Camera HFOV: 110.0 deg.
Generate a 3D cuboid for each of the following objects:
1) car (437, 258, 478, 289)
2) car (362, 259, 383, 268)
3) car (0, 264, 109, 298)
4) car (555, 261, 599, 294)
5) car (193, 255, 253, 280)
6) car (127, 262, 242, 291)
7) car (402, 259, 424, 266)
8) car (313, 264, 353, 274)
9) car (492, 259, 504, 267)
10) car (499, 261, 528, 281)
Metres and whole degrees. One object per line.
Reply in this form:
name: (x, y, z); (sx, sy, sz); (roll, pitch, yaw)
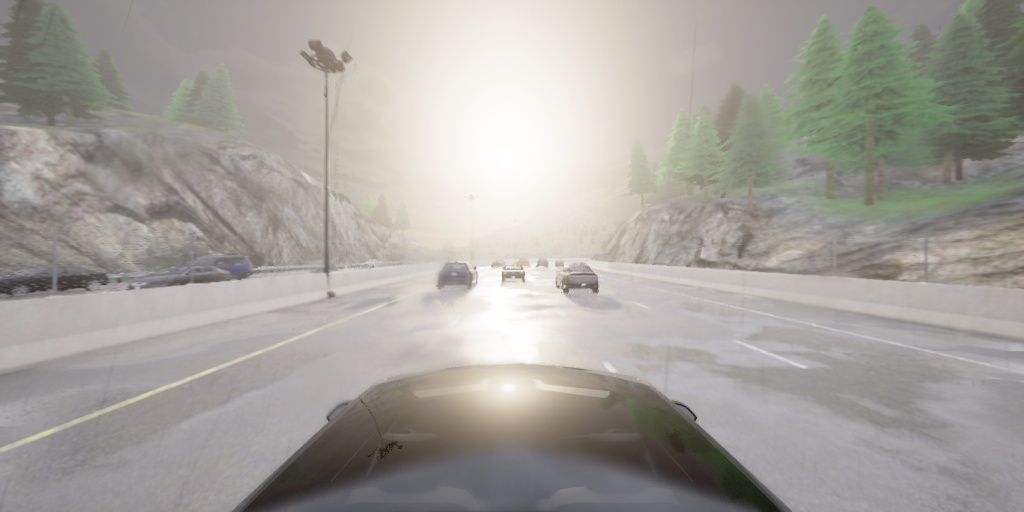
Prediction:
car: (-3.398, 1.108, 23.247); (2.097, 1.767, 4.553); (0, 0, 0)
car: (-23.398, 1.279, 60.441); (1.812, 1.442, 4.674); (0, 0, 6)
car: (-24.582, 1.231, 18.873); (1.882, 1.535, 5.008); (0, 0, 0)
car: (3.601, 1.247, 20.405); (2.128, 1.511, 4.902); (0, 0, 0)
car: (-21.084, 0.975, 25.379); (2.150, 2.045, 5.566); (0, 0, 0)
car: (-17.585, 1.245, 19.297); (2.128, 1.511, 4.902); (0, 0, 0)
car: (-16.336, 1.314, 60.670); (1.994, 1.385, 4.181); (0, 0, 6)
car: (-14.070, 1.321, 28.324); (1.994, 1.385, 4.181); (0, 0, 0)
car: (-2.289, 1.314, 64.612); (2.033, 1.411, 5.357); (0, 0, 10)
car: (0.105, 1.358, 29.968); (1.895, 1.301, 4.718); (0, 0, 0)
